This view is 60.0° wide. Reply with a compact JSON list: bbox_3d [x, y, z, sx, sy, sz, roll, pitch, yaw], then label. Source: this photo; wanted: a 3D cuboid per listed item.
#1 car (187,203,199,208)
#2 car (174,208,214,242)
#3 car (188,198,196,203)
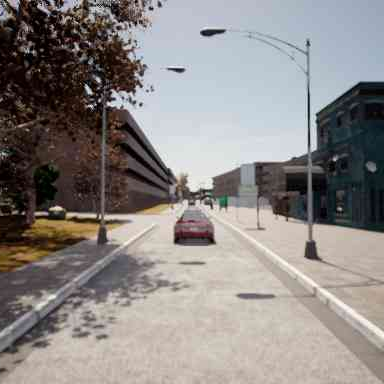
[{"bbox_3d":[0.093,2.165,34.370,2.033,1.411,5.357,0,-2,0],"label":"car"},{"bbox_3d":[0.096,1.723,17.418,1.994,1.385,4.181,0,-1,0],"label":"car"},{"bbox_3d":[-0.023,2.935,86.975,1.837,1.490,4.892,0,-1,0],"label":"car"}]
